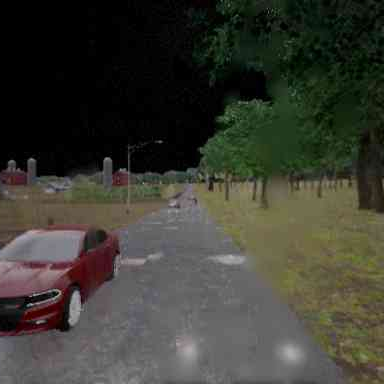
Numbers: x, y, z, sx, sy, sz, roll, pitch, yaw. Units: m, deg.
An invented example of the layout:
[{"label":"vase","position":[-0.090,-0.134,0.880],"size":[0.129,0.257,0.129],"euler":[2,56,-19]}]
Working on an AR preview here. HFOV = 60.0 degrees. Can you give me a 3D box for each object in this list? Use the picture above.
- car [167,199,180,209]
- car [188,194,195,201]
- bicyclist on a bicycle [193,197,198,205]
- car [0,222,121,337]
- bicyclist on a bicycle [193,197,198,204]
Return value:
[{"label":"car","position":[-2.830,1.799,50.842],"size":[2.128,1.511,4.902],"euler":[0,-1,0]},{"label":"car","position":[-0.020,1.601,87.187],"size":[1.812,1.442,4.674],"euler":[0,0,0]},{"label":"bicyclist on a bicycle","position":[0.742,1.808,60.260],"size":[0.582,1.620,1.656],"euler":[0,-1,0]},{"label":"car","position":[-2.853,1.481,7.078],"size":[1.882,1.535,5.008],"euler":[0,0,0]},{"label":"bicyclist on a bicycle","position":[0.739,1.784,69.425],"size":[0.866,1.612,1.509],"euler":[0,-1,0]}]
